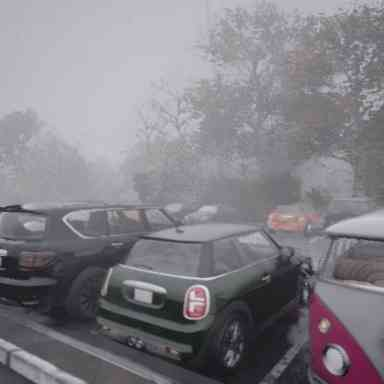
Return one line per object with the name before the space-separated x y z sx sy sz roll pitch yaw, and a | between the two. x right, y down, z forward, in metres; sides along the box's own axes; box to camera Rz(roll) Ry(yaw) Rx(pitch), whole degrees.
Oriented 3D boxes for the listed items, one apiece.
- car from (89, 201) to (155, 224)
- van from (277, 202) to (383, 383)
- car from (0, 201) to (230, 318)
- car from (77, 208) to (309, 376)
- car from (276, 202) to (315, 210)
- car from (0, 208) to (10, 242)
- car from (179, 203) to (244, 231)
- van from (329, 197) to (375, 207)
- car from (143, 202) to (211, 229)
car | -5.437 1.541 26.377 2.097 1.535 5.008 -1 0 36
van | 2.843 1.240 4.275 1.878 1.987 4.442 0 0 35
car | -1.639 1.222 7.643 2.435 2.045 5.566 0 0 35
car | 0.607 1.342 5.969 2.185 1.767 4.553 0 0 35
car | 5.884 1.348 18.270 2.185 1.767 4.553 0 0 35
car | -10.786 1.523 14.124 2.231 1.521 4.892 0 0 36
car | 1.369 1.531 21.530 2.002 1.452 4.674 0 0 36
van | 8.234 1.242 16.777 1.878 1.987 4.442 0 0 35
car | -0.898 1.504 23.151 2.097 1.535 5.008 -1 0 36
